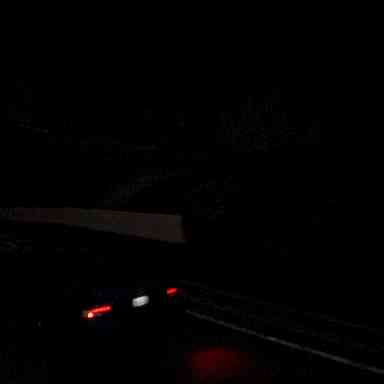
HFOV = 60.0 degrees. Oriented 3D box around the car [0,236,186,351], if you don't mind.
[{"bbox_3d":[-2.458,1.598,6.486,2.033,1.411,5.357,0,-1,-44],"label":"car"}]
